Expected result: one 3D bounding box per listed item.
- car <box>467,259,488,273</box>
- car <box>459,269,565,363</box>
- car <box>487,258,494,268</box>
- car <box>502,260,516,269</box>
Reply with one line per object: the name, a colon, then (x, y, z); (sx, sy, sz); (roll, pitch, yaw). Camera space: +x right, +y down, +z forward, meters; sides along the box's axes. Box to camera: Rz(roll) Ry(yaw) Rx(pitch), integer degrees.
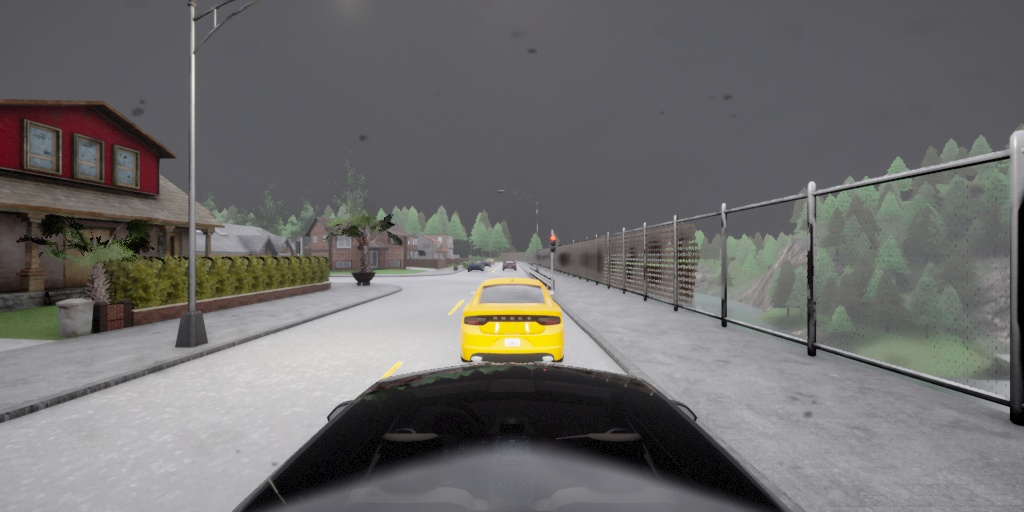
car: (-4.485, 1.351, 44.865); (1.895, 1.301, 4.718); (0, 0, 0)
car: (0.002, 1.228, 8.197); (1.882, 1.535, 5.008); (0, 0, 0)
car: (-4.613, 1.350, 61.439); (1.895, 1.301, 4.718); (0, 0, 0)
car: (-0.354, 1.275, 50.672); (1.812, 1.442, 4.674); (0, 0, -1)
